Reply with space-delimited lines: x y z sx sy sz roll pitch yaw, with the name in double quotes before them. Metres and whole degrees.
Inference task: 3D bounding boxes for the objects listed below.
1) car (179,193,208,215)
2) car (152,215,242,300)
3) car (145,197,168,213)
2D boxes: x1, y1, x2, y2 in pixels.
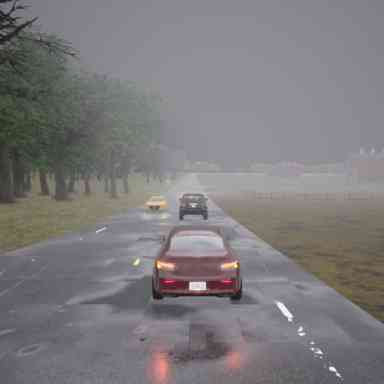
"car" 0.108 1.083 26.924 2.150 2.045 5.566 0 1 0
"car" 0.102 1.519 8.258 1.812 1.442 4.674 0 0 0
"car" -3.588 1.218 34.166 1.882 1.535 5.008 0 1 0
